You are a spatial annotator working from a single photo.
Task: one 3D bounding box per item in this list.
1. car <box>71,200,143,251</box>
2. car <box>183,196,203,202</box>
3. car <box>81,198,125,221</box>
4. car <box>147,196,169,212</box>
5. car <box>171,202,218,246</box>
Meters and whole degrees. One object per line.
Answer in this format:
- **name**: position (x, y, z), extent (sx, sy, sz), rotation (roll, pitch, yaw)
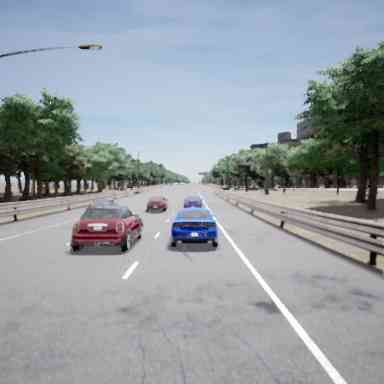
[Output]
- **car**: position (-3.402, 1.316, 14.150), extent (2.097, 1.767, 4.553), rotation (0, 0, 0)
- **car**: position (0.095, 1.123, 33.259), extent (1.812, 1.442, 4.674), rotation (0, 2, 0)
- **car**: position (-6.904, 1.324, 26.484), extent (2.033, 1.411, 5.357), rotation (0, 1, 0)
- **car**: position (-3.406, 1.123, 33.265), extent (1.812, 1.442, 4.674), rotation (0, 2, 0)
- **car**: position (0.098, 1.435, 15.048), extent (1.882, 1.535, 5.008), rotation (0, 1, 0)
